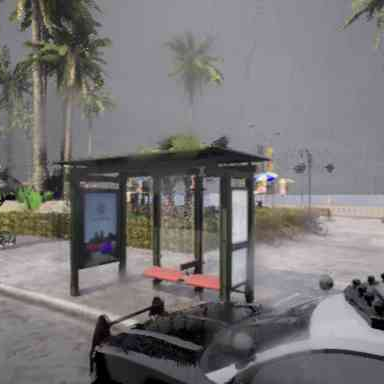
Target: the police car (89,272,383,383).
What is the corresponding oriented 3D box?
[{"bbox_3d":[1.252,1.445,2.337,5.238,1.638,1.930,0,0,37],"label":"police car"}]
